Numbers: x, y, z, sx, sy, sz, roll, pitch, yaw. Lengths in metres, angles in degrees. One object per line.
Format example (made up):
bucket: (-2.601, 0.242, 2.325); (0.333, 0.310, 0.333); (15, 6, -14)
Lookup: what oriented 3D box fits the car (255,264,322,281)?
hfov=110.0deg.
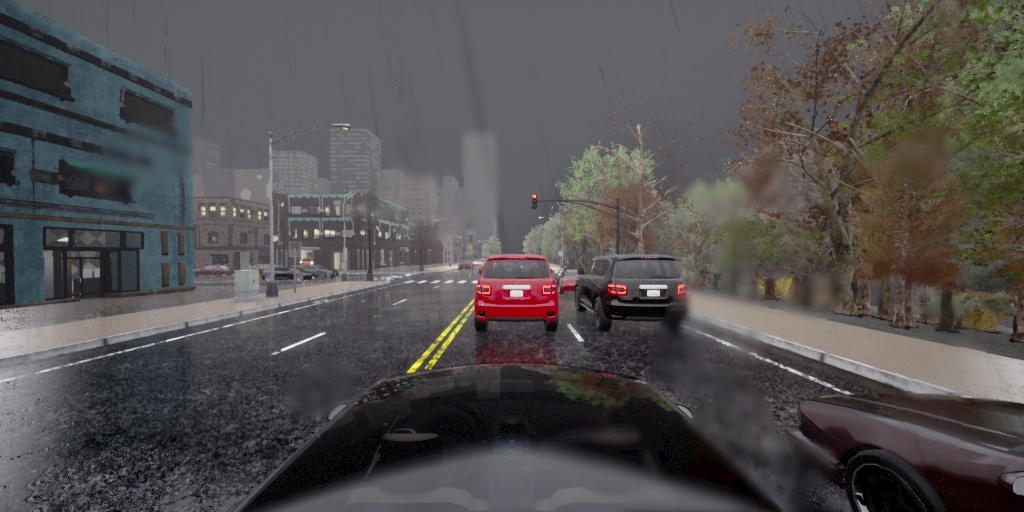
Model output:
car: (-19.891, 1.561, 31.984); (4.313, 1.339, 1.948); (0, 0, 0)

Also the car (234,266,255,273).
car: (-28.208, 1.556, 40.513); (4.403, 1.370, 2.007); (0, 0, 0)

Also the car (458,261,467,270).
car: (-6.513, 1.337, 51.280); (1.895, 1.301, 4.718); (0, 0, 1)

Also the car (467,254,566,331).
car: (0.118, 0.970, 11.052); (2.150, 2.045, 5.566); (0, 0, 0)

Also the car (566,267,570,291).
car: (3.386, 1.310, 20.113); (1.994, 1.385, 4.181); (0, 0, 0)

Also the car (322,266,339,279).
car: (-19.109, 1.523, 34.688); (4.181, 1.385, 1.994); (-1, 1, 0)

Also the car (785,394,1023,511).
car: (3.346, 1.298, 0.685); (2.033, 1.411, 5.357); (0, 0, 0)

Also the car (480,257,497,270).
car: (-3.252, 1.089, 51.051); (2.097, 1.767, 4.553); (0, 0, 0)

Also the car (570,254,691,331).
car: (3.370, 0.970, 11.109); (2.150, 2.045, 5.566); (0, 0, 1)

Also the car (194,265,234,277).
car: (-33.743, 1.650, 40.530); (4.207, 1.307, 1.802); (0, 0, 0)
